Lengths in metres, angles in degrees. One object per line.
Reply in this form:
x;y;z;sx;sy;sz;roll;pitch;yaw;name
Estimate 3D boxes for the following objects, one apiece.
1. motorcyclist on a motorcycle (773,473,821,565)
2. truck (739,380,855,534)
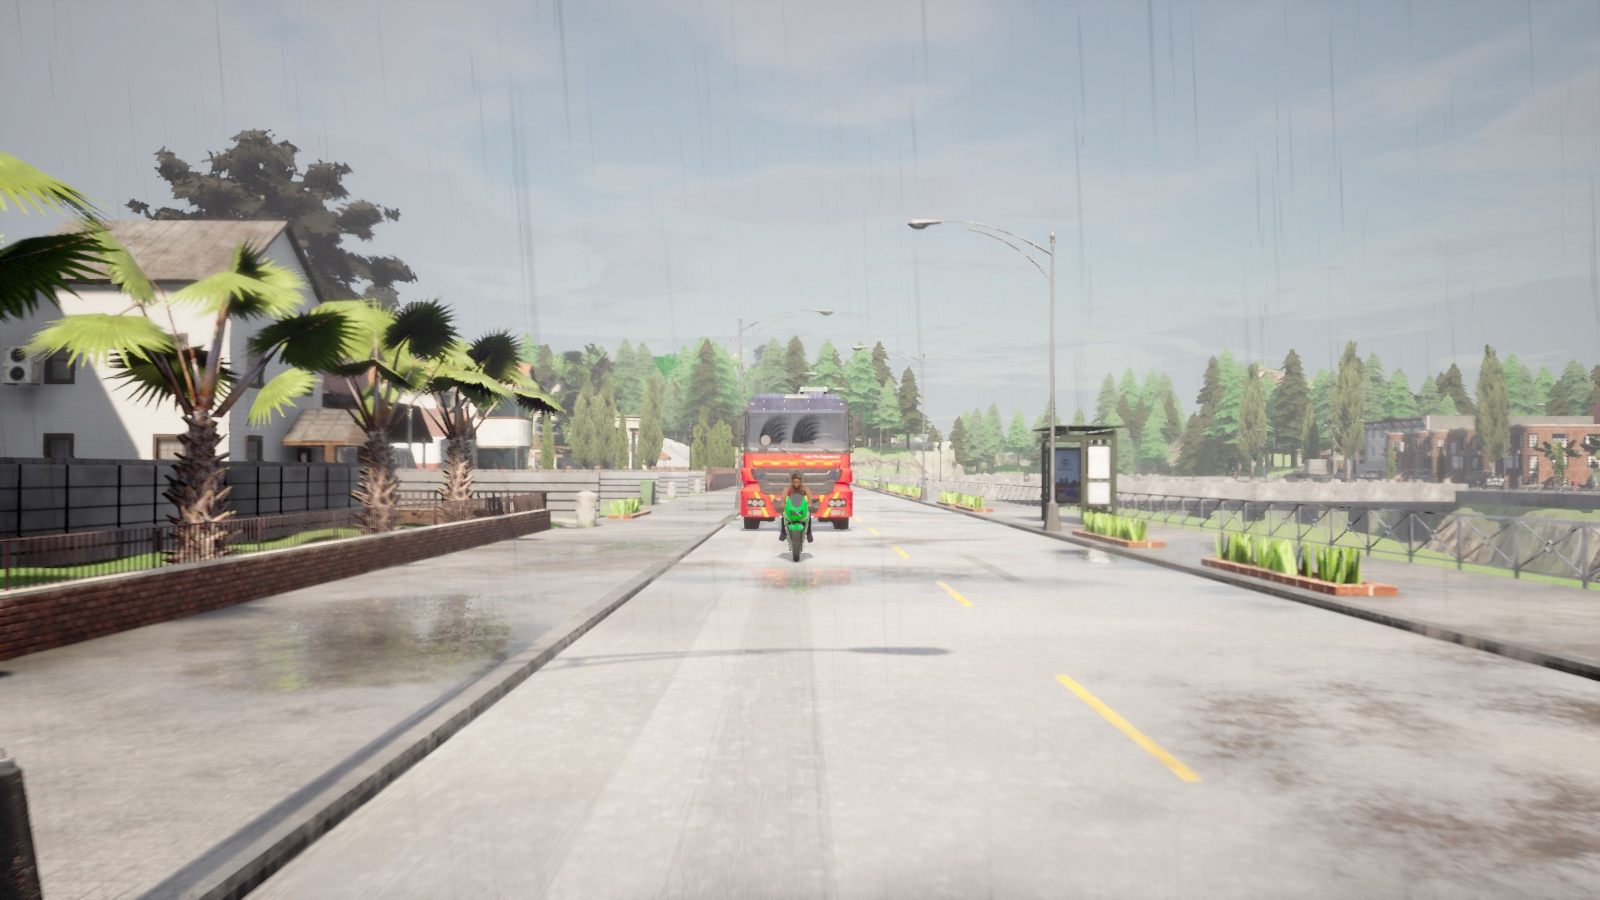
-0.052;1.164;21.949;0.797;1.523;2.044;0;-1;0;motorcyclist on a motorcycle
-0.089;0.247;35.624;2.891;3.827;8.468;0;-1;0;truck
